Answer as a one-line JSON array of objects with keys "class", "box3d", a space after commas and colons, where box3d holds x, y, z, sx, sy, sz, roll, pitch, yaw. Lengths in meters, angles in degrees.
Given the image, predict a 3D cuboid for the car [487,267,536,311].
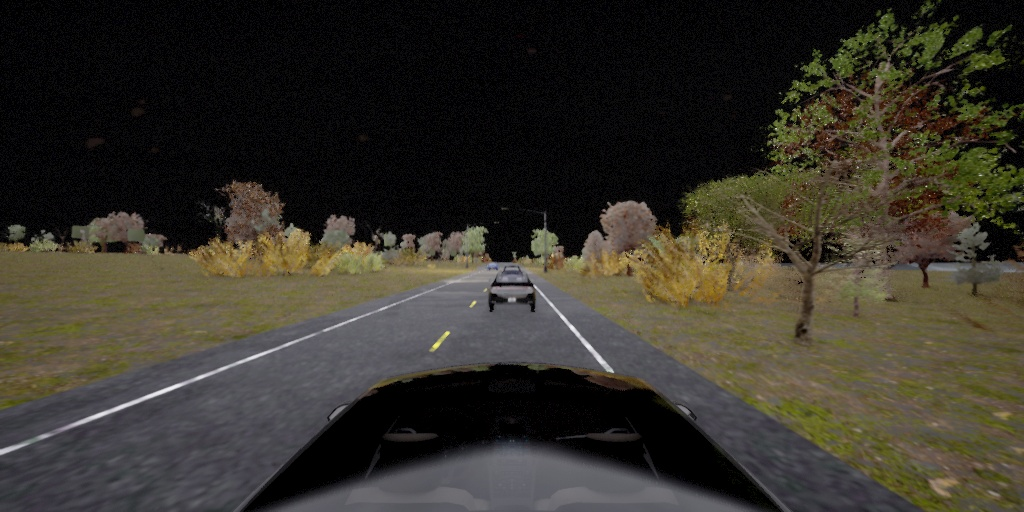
[{"class": "car", "box3d": [0.016, 1.396, 15.338, 2.128, 1.511, 4.902, 0, -1, 0]}]
